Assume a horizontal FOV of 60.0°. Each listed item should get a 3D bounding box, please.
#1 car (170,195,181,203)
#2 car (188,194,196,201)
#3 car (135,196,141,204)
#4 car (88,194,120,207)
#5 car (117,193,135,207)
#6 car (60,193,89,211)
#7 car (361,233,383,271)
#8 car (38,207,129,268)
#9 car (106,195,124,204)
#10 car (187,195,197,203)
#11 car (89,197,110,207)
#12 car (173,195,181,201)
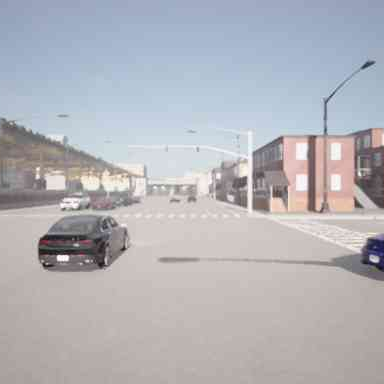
[{"bbox_3d":[-3.499,1.490,68.000,1.895,1.301,4.718,0,0,0],"label":"car"},{"bbox_3d":[0.001,1.353,78.155,1.882,1.535,5.008,0,0,0],"label":"car"},{"bbox_3d":[-10.499,1.450,61.031,2.033,1.411,5.357,0,0,0],"label":"car"},{"bbox_3d":[-10.587,1.413,40.455,1.882,1.535,5.008,0,0,0],"label":"car"},{"bbox_3d":[-10.531,1.141,50.339,2.150,2.045,5.566,0,0,0],"label":"car"},{"bbox_3d":[-14.087,1.157,40.577,2.150,2.045,5.566,0,0,0],"label":"car"},{"bbox_3d":[6.848,1.511,8.790,4.674,1.442,1.812,0,-1,-10],"label":"car"},{"bbox_3d":[-3.400,1.487,11.179,1.837,1.490,4.892,0,0,0],"label":"car"},{"bbox_3d":[-13.999,1.395,60.903,2.128,1.511,4.902,0,0,0],"label":"car"},{"bbox_3d":[0.002,1.393,67.857,1.837,1.490,4.892,0,0,0],"label":"car"},{"bbox_3d":[-14.025,1.484,50.592,1.994,1.385,4.181,0,0,0],"label":"car"},{"bbox_3d":[-3.499,1.400,78.096,1.812,1.442,4.674,0,0,0],"label":"car"}]
